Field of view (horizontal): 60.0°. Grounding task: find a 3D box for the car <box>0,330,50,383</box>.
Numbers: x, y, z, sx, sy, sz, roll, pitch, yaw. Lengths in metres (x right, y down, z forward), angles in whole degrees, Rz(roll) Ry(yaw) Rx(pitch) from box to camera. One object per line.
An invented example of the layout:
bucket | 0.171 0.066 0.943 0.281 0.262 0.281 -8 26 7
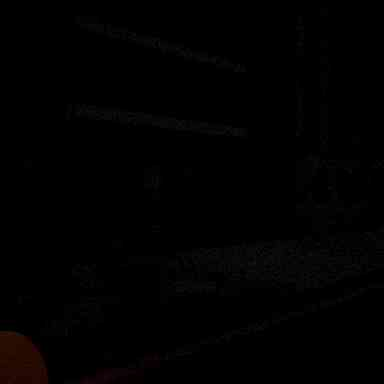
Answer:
car | -3.015 1.476 0.910 5.008 1.535 1.882 0 0 -35
